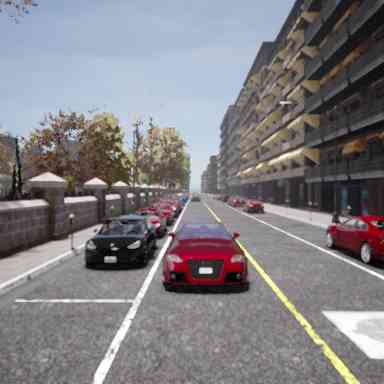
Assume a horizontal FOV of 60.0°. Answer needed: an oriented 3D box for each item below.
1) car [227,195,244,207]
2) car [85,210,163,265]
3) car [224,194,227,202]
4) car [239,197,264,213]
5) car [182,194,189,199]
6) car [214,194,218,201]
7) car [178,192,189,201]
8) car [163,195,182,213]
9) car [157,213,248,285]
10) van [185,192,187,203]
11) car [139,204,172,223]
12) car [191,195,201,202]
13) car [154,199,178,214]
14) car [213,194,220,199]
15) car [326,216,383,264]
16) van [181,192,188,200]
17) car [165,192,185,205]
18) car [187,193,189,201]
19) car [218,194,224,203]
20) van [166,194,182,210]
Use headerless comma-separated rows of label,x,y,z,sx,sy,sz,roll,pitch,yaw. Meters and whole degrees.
car,6.326,1.237,45.173,1.967,1.590,4.097,0,0,0
car,-2.258,1.506,11.446,1.947,1.339,4.313,0,0,0
car,6.360,1.358,50.804,1.802,1.307,4.206,0,0,0
car,6.258,1.421,33.912,1.802,1.307,4.206,0,0,0
car,-1.781,1.233,90.265,1.802,1.307,4.206,0,0,0
car,6.497,1.138,73.323,1.967,1.590,4.097,0,0,0
car,-1.883,1.014,73.374,2.192,1.841,5.009,0,0,0
car,-2.156,1.301,28.332,1.967,1.590,4.097,0,0,0
car,0.321,1.515,9.226,1.994,1.385,4.181,0,0,1
van,-2.020,1.118,50.854,1.690,1.788,3.998,0,0,0
car,-2.225,1.493,17.076,1.802,1.307,4.206,0,0,0
car,0.751,1.292,64.299,1.994,1.385,4.181,0,0,0
car,-2.191,1.428,22.704,1.887,1.381,4.507,0,0,0
car,6.599,1.232,90.215,1.802,1.307,4.206,0,0,0
car,6.122,1.484,11.394,1.887,1.381,4.507,0,0,0
van,-1.815,1.007,84.634,1.690,1.788,3.998,0,0,0
car,-2.123,1.155,33.962,2.192,1.841,5.009,0,0,0
car,-1.952,1.302,62.115,1.947,1.339,4.313,0,0,0
car,6.428,1.301,62.065,1.947,1.339,4.313,0,0,0
van,-2.088,1.160,39.593,1.690,1.788,3.998,0,0,0
